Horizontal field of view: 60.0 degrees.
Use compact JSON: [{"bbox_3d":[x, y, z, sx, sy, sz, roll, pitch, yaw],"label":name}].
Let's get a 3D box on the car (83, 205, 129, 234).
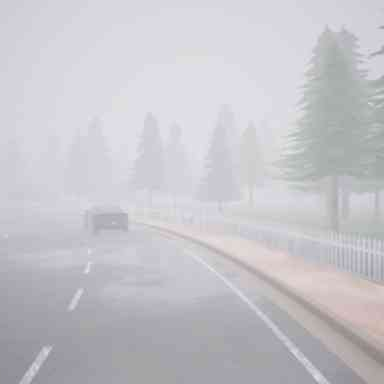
[{"bbox_3d":[-5.233,1.507,19.899,1.882,1.535,5.008,0,0,-26],"label":"car"}]
